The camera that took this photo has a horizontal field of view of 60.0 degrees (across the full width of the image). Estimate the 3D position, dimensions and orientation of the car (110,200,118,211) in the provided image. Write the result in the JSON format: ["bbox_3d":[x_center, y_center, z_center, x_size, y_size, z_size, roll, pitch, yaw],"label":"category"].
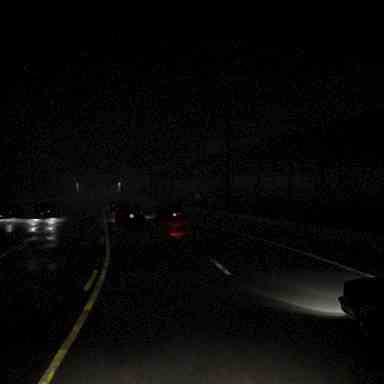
[{"bbox_3d":[-9.555,1.747,42.993,1.895,1.301,4.718,-1,0,-15],"label":"car"}]

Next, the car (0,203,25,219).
[{"bbox_3d":[-17.826,1.810,32.576,2.033,1.411,5.357,-1,0,-15],"label":"car"}]

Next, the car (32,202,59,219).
[{"bbox_3d":[-14.110,1.715,32.254,1.837,1.490,4.892,-1,0,-15],"label":"car"}]

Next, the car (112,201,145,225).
[{"bbox_3d":[-4.664,1.634,24.759,1.994,1.385,4.181,-1,0,-15],"label":"car"}]

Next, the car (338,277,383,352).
[{"bbox_3d":[3.534,1.513,3.122,2.033,1.411,5.357,-1,0,-4],"label":"car"}]

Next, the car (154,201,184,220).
[{"bbox_3d":[-1.993,1.539,28.361,1.837,1.490,4.892,-1,0,-15],"label":"car"}]
